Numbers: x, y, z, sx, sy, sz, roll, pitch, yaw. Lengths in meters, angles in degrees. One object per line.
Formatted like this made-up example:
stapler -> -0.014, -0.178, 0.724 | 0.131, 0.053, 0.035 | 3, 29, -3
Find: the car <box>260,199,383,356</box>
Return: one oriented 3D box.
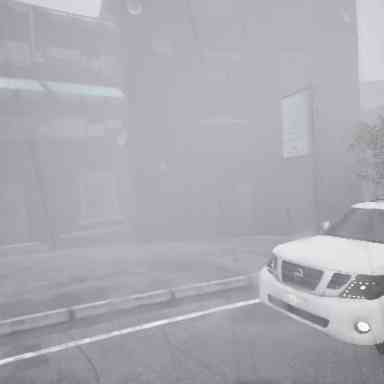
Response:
car -> 3.882, 1.156, 5.957 | 5.566, 2.045, 2.150 | 0, 1, -27
